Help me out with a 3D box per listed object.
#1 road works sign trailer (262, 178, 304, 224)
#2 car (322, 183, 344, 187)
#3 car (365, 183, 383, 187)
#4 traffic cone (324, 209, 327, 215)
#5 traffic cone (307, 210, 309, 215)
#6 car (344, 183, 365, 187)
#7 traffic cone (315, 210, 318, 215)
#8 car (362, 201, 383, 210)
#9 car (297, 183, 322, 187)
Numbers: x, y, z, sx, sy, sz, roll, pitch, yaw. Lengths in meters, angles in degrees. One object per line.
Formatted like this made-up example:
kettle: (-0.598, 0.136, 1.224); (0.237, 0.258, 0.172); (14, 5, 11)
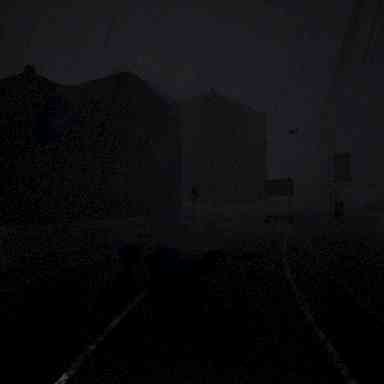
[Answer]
road works sign trailer: (7.304, 0.729, 27.429); (2.380, 3.560, 2.880); (-3, -2, 35)
car: (33.410, -1.498, 81.108); (4.892, 1.521, 2.231); (0, -5, -5)
car: (44.439, -1.384, 82.324); (5.008, 1.535, 2.097); (1, -5, -7)
traffic cone: (15.186, 2.270, 37.821); (0.340, 0.580, 0.340); (-4, -3, 34)
traffic cone: (13.543, 2.390, 38.951); (0.340, 0.580, 0.340); (-4, -3, 35)
car: (38.931, -1.409, 81.654); (4.674, 1.452, 2.002); (1, -5, -6)
traffic cone: (14.366, 2.330, 38.388); (0.340, 0.580, 0.340); (-4, -3, 34)
car: (29.043, 2.098, 52.739); (4.674, 1.442, 1.812); (0, -5, -28)
car: (27.908, -1.520, 80.663); (4.892, 1.521, 2.231); (0, -5, -5)
